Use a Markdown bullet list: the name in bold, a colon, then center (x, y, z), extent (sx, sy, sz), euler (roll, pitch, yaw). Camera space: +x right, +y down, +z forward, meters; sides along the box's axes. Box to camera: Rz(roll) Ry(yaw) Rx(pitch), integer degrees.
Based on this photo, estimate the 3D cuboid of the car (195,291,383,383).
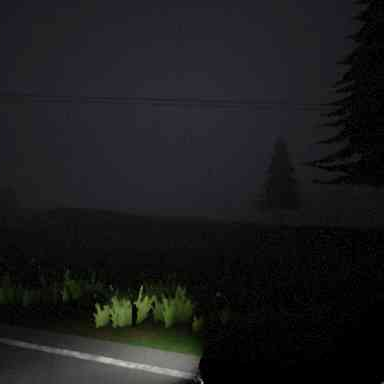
- **car**: center (2.417, 1.507, 2.559), extent (4.892, 1.490, 1.837), euler (0, 0, 19)
